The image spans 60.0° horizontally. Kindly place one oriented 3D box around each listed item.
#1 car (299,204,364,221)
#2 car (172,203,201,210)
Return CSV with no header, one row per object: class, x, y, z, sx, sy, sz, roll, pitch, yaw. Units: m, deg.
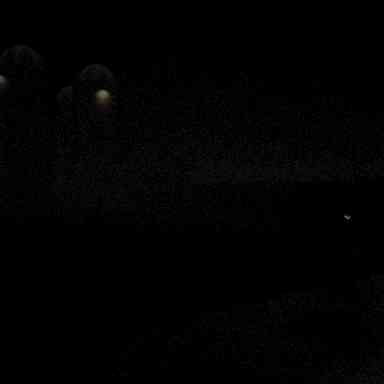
car,9.850,1.663,23.891,2.097,1.767,4.553,1,-1,-34
car,-0.523,1.986,38.435,1.895,1.301,4.718,1,-1,-35
